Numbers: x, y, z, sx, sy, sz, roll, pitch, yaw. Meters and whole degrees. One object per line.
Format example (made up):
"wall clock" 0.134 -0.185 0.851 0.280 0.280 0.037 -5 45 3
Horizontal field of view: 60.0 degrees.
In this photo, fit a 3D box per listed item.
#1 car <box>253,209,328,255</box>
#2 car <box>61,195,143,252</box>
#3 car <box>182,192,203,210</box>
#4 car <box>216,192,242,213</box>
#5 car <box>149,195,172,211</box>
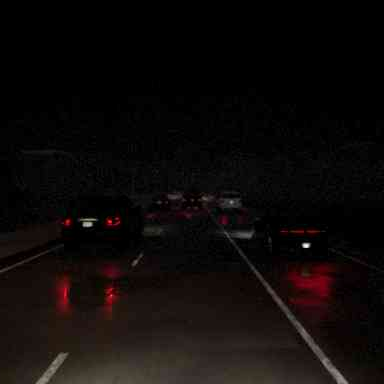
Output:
"car" 3.610 1.419 12.927 1.837 1.490 4.892 0 0 0
"car" -3.392 1.131 13.498 2.150 2.045 5.566 0 0 0
"car" 0.055 0.974 37.636 2.150 2.045 5.566 0 1 1
"car" 3.623 1.001 33.250 2.150 2.045 5.566 0 0 0
"car" -3.376 1.111 36.198 2.097 1.767 4.553 0 0 0
